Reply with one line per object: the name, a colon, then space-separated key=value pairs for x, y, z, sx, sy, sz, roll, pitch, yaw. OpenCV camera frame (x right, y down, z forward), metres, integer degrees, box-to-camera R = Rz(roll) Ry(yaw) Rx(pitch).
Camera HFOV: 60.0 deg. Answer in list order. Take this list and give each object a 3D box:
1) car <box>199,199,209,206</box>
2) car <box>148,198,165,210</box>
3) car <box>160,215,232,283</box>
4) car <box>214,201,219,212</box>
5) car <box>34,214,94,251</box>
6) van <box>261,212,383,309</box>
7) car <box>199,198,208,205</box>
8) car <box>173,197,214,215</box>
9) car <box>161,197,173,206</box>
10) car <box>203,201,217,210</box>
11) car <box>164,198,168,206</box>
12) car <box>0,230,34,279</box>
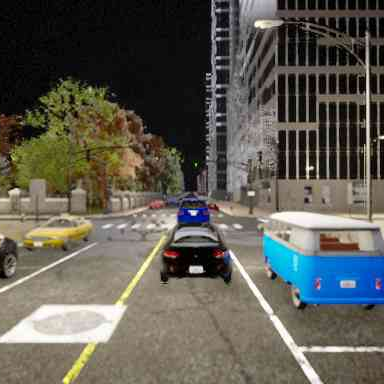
car: x=2.693 y=2.316 z=74.288 sx=1.947 sy=1.339 sz=4.313 roll=0 pitch=-1 yaw=0
car: x=-5.688 y=2.069 z=51.562 sx=1.887 sy=1.381 sz=4.507 roll=0 pitch=-1 yaw=0
car: x=0.104 y=1.628 z=9.882 sx=1.812 sy=1.442 sz=4.674 roll=0 pitch=-1 yaw=0
car: x=2.693 y=1.907 z=45.886 sx=1.967 sy=1.590 sz=4.097 roll=0 pitch=-1 yaw=0
car: x=-5.817 y=1.679 z=14.994 sx=1.752 sy=1.417 sz=4.829 roll=0 pitch=-1 yaw=0
van: x=2.775 y=1.422 z=7.763 sx=1.690 sy=1.788 sz=3.998 roll=0 pitch=-1 yaw=0
car: x=2.694 y=2.243 z=79.970 sx=1.967 sy=1.590 sz=4.097 roll=0 pitch=-1 yaw=0
car: x=0.101 y=1.458 z=23.032 sx=2.150 sy=2.045 sz=5.566 roll=0 pitch=-1 yaw=0
car: x=-5.687 y=2.010 z=68.613 sx=2.192 sy=1.841 sz=5.009 roll=0 pitch=-1 yaw=0
car: x=2.693 y=2.090 z=51.565 sx=1.947 sy=1.339 sz=4.313 roll=0 pitch=-1 yaw=0
car: x=-5.688 y=2.133 z=57.245 sx=2.008 sy=1.369 sz=4.403 roll=0 pitch=-1 yaw=0
car: x=-5.769 y=1.647 z=7.759 sx=1.947 sy=1.339 sz=4.313 roll=0 pitch=-1 yaw=0
